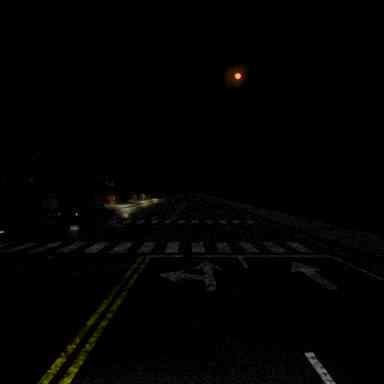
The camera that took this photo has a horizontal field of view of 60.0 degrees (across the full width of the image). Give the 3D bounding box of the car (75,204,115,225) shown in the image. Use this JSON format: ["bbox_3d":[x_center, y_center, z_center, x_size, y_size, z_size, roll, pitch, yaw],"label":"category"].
[{"bbox_3d":[-7.728,1.598,24.663,1.895,1.301,4.718,0,0,20],"label":"car"}]

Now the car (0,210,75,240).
[{"bbox_3d":[-8.581,1.552,15.513,5.357,1.411,2.033,0,0,-33],"label":"car"}]
